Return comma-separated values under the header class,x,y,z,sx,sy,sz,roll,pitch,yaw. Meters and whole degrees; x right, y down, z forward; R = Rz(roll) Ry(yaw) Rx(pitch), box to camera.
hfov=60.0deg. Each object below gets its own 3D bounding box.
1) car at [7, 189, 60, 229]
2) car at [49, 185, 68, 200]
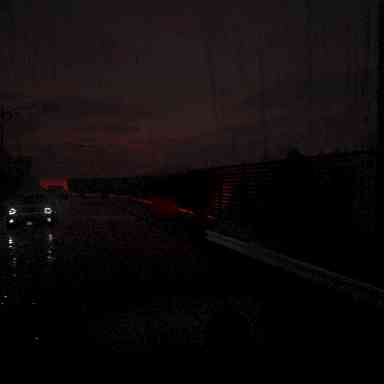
class,x,y,z,sx,sy,sz,roll,pitch,yaw
car,-8.603,0.903,18.187,2.097,1.767,4.553,-1,1,-20
car,-18.957,0.074,46.739,2.150,2.045,5.566,0,1,-30
